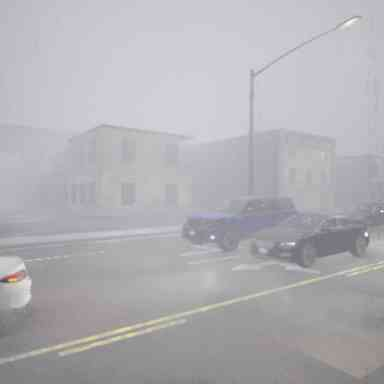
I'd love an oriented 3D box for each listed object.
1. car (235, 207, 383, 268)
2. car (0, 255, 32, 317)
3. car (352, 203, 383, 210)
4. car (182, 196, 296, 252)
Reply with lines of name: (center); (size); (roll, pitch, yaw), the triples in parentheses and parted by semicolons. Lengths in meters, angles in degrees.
car: (4.081, 1.462, 11.196); (4.902, 1.511, 2.128); (0, 0, -35)
car: (-4.903, 1.523, 4.794); (4.674, 1.442, 1.812); (0, 0, -35)
car: (10.634, 1.431, 20.118); (4.902, 1.511, 2.128); (0, 0, -35)
car: (2.261, 1.191, 14.188); (5.566, 2.045, 2.150); (0, 0, -36)
